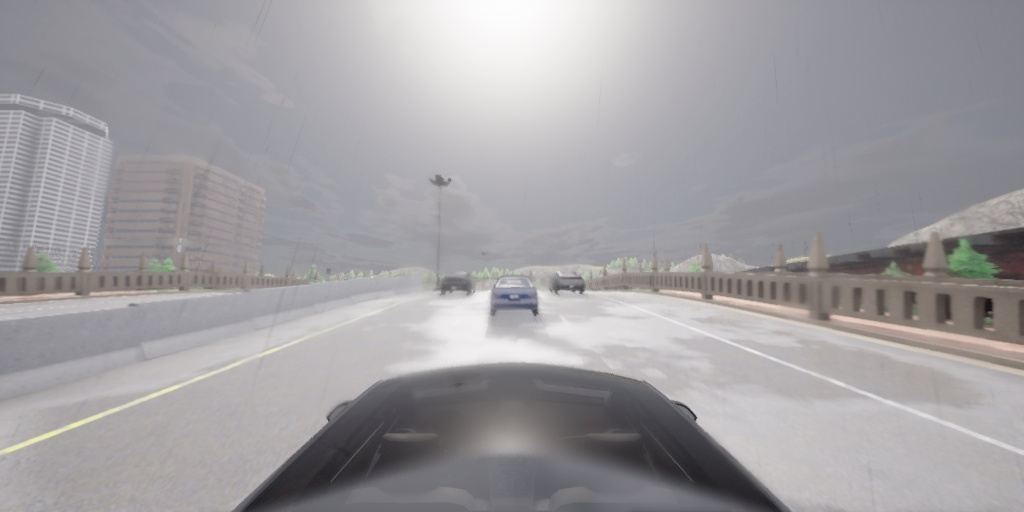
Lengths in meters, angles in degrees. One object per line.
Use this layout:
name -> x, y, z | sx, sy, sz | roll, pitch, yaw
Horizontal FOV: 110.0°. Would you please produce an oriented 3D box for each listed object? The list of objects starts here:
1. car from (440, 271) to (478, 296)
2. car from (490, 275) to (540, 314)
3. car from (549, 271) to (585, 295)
car -> -3.415, 1.760, 23.465 | 1.837, 1.490, 4.892 | 0, -3, 0
car -> 0.092, 1.473, 14.600 | 2.033, 1.411, 5.357 | 0, -1, 0
car -> 3.584, 1.770, 23.878 | 2.128, 1.511, 4.902 | 0, -3, 0
